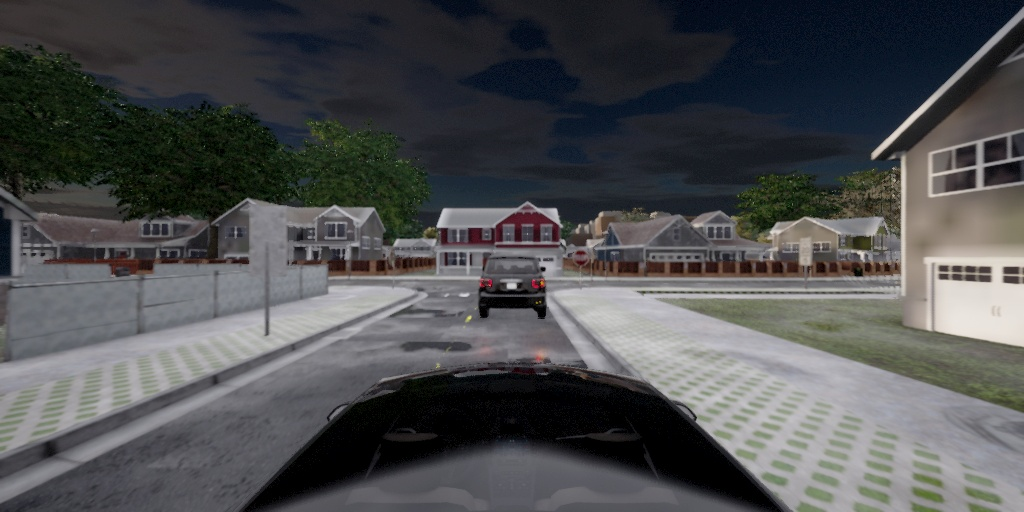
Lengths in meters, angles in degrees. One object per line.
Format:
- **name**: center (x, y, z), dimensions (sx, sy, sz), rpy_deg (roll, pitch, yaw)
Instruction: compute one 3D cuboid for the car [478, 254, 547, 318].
- **car**: center (0.078, 0.970, 13.051), dimensions (2.150, 2.045, 5.566), rpy_deg (0, 0, 2)
